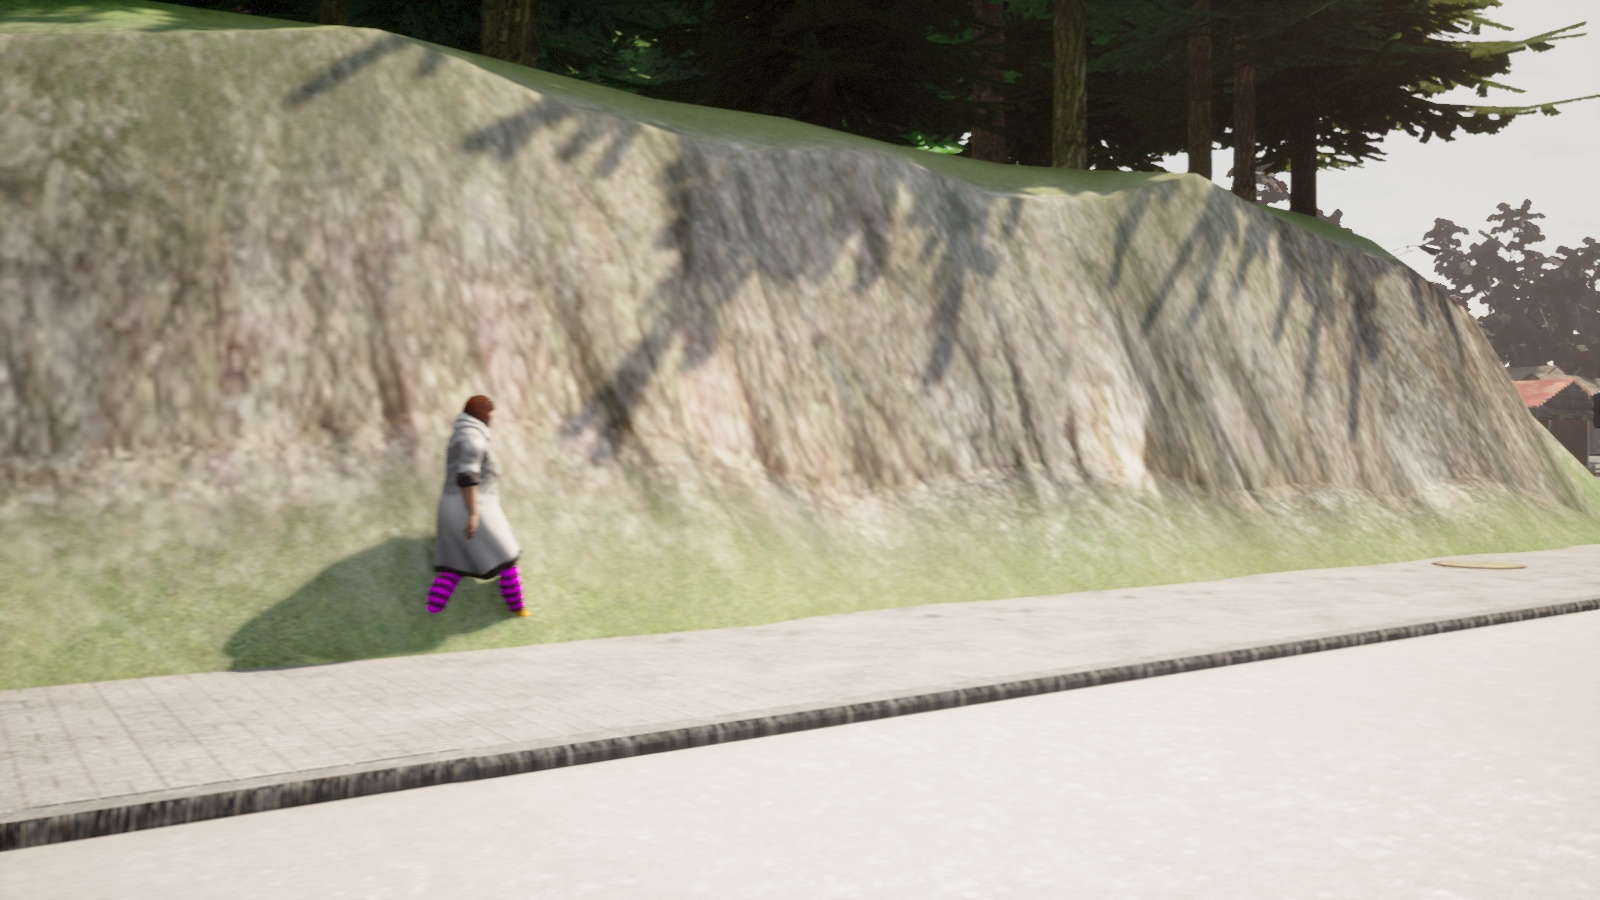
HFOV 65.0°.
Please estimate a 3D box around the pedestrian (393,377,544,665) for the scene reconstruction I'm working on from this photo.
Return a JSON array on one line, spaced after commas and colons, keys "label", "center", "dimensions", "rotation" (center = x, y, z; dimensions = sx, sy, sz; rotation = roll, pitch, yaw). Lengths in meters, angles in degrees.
[{"label": "pedestrian", "center": [-2.383, 0.482, 9.029], "dimensions": [0.873, 1.952, 0.659], "rotation": [0, 0, -35]}]
